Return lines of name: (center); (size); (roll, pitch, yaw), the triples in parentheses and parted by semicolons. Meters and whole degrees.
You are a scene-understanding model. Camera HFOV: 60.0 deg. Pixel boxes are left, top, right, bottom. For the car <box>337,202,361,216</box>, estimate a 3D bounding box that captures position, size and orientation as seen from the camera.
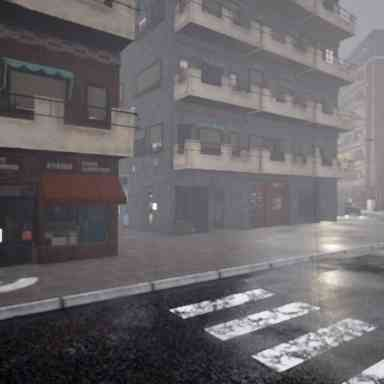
car: (17.804, 1.852, 38.512); (1.882, 1.535, 5.008); (0, -1, 5)
